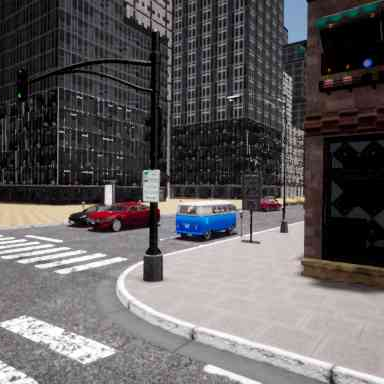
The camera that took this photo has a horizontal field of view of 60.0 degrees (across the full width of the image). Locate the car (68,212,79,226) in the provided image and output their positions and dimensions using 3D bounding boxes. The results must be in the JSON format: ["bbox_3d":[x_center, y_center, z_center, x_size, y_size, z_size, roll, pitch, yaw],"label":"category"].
[{"bbox_3d":[-5.980,1.467,21.897,1.947,1.339,4.313,1,1,35],"label":"car"}]

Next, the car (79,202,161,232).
[{"bbox_3d":[-3.993,1.418,20.215,1.882,1.535,5.008,1,1,34],"label":"car"}]

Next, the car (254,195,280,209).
[{"bbox_3d":[10.086,1.293,44.415,1.967,1.590,4.097,1,1,35],"label":"car"}]

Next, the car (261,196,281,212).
[{"bbox_3d":[8.283,1.504,37.415,1.895,1.301,4.718,1,1,36],"label":"car"}]

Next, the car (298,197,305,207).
[{"bbox_3d":[15.626,1.429,42.313,2.128,1.511,4.902,1,1,36],"label":"car"}]

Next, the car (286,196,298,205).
[{"bbox_3d":[16.414,1.364,53.285,1.752,1.417,4.829,1,1,36],"label":"car"}]

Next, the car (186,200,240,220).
[{"bbox_3d":[1.918,1.469,28.505,2.033,1.411,5.357,1,1,36],"label":"car"}]

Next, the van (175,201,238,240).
[{"bbox_3d":[0.845,1.368,17.027,1.690,1.788,3.998,1,1,35],"label":"van"}]
